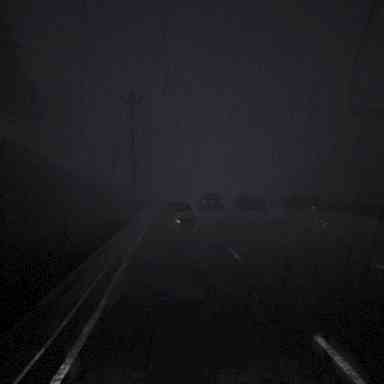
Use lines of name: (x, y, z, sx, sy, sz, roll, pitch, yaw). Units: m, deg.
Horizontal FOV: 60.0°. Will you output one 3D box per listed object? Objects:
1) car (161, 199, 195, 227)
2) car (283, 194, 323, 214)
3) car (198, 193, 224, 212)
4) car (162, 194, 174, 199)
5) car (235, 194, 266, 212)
car: (-0.949, 1.355, 20.912, 1.895, 1.301, 4.718, -1, 1, -4)
car: (9.073, 0.957, 27.531, 1.837, 1.490, 4.892, -1, 1, -4)
car: (1.725, 0.906, 31.977, 2.097, 1.767, 4.553, -1, 1, -4)
car: (-3.993, 0.942, 55.461, 1.994, 1.385, 4.181, -1, 1, -6)
car: (5.322, 0.968, 30.840, 1.882, 1.535, 5.008, -1, 1, -4)
